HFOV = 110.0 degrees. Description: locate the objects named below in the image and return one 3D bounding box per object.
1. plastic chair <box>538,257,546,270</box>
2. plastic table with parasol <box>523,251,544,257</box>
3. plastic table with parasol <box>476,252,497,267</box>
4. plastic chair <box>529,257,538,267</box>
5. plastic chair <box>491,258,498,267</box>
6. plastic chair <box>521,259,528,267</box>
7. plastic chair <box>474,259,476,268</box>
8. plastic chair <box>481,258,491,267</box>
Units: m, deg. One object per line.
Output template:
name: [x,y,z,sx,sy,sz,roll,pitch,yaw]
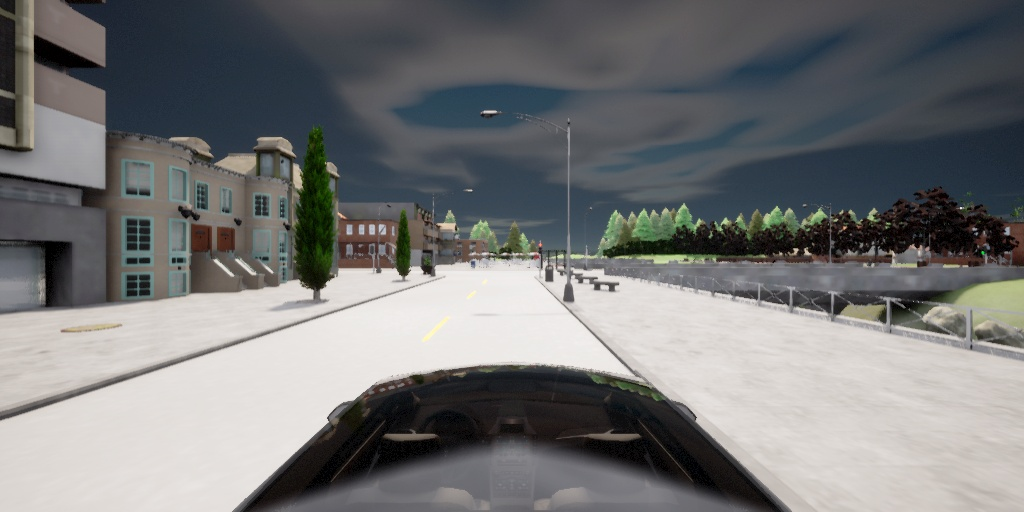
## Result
plastic chair: [4.839,1.251,59.771,0.730,1.272,0.750,0,0,0]
plastic table with parasol: [3.579,0.647,59.940,2.482,2.480,2.482,0,0,0]
plastic table with parasol: [-4.241,0.647,60.690,2.482,2.480,2.482,0,0,0]
plastic chair: [3.439,1.251,58.670,0.750,1.272,0.730,0,0,0]
plastic chair: [-2.961,1.251,60.570,0.730,1.272,0.750,0,0,0]
plastic chair: [2.239,1.251,59.970,0.730,1.272,0.750,0,0,0]
plastic chair: [-5.561,1.250,60.770,0.730,1.272,0.750,0,0,0]
plastic chair: [-4.361,1.250,59.470,0.750,1.272,0.730,0,0,0]
